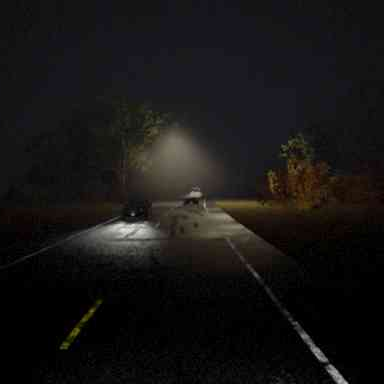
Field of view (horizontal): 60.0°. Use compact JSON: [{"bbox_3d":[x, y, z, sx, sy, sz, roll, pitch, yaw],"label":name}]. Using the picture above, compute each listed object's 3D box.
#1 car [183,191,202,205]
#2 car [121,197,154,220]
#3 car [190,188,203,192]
[{"bbox_3d":[-0.014,0.961,43.290,1.895,1.301,4.718,0,1,1],"label":"car"},{"bbox_3d":[-3.927,1.169,24.428,2.128,1.511,4.902,0,1,-1],"label":"car"},{"bbox_3d":[0.769,0.272,62.732,2.150,2.045,5.566,0,1,4],"label":"car"}]
